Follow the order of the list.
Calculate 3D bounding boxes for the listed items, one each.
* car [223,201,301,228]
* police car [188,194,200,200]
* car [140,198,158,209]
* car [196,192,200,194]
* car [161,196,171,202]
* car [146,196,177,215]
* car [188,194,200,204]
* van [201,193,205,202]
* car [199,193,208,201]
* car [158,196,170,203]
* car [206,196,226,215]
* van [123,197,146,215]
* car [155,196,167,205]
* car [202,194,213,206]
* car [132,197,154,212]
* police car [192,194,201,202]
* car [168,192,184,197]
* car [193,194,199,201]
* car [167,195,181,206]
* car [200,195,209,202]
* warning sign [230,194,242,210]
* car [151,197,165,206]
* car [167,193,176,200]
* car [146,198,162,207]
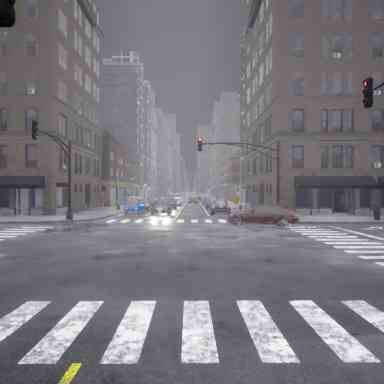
[{"bbox_3d":[4.697,1.526,21.853,4.674,1.442,1.812,0,1,18],"label":"car"},{"bbox_3d":[0.567,1.415,95.408,1.930,1.638,5.238,0,0,-16],"label":"police car"},{"bbox_3d":[-5.722,1.569,44.750,1.947,1.339,4.313,0,0,0],"label":"car"},{"bbox_3d":[0.224,1.292,72.961,1.882,1.535,5.008,0,0,0],"label":"car"},{"bbox_3d":[-5.634,1.544,73.091,1.887,1.381,4.507,0,0,0],"label":"car"},{"bbox_3d":[-3.003,1.494,33.555,2.128,1.511,4.902,0,0,0],"label":"car"},{"bbox_3d":[0.193,1.603,62.987,1.895,1.301,4.718,0,0,0],"label":"car"},{"bbox_3d":[2.838,1.344,56.066,1.690,1.788,3.998,0,0,0],"label":"van"},{"bbox_3d":[2.926,1.310,84.412,2.192,1.841,5.009,0,0,0],"label":"car"},{"bbox_3d":[-5.652,1.567,67.423,1.947,1.339,4.313,0,0,0],"label":"car"},{"bbox_3d":[2.768,1.442,33.389,1.967,1.590,4.097,0,0,0],"label":"car"},{"bbox_3d":[-5.758,1.343,33.413,1.690,1.788,3.998,0,0,0],"label":"van"},{"bbox_3d":[-5.670,1.527,61.585,1.752,1.417,4.829,0,0,0],"label":"car"},{"bbox_3d":[2.803,1.443,44.727,1.967,1.590,4.097,0,0,0],"label":"car"},{"bbox_3d":[-5.740,1.443,39.082,1.967,1.590,4.097,0,0,0],"label":"car"},{"bbox_3d":[1.040,1.422,79.485,1.930,1.638,5.238,0,0,-1],"label":"police car"},{"bbox_3d":[-2.920,1.225,54.530,2.150,2.045,5.566,0,0,0],"label":"car"},{"bbox_3d":[1.062,1.448,89.580,1.801,1.575,5.366,0,0,0],"label":"car"},{"bbox_3d":[-2.966,1.495,43.800,2.128,1.511,4.902,0,0,0],"label":"car"},{"bbox_3d":[2.909,1.437,78.743,1.967,1.590,4.097,0,0,0],"label":"car"},{"bbox_3d":[5.188,1.118,39.376,1.300,1.860,1.060,0,0,0],"label":"warning sign"},{"bbox_3d":[-5.687,1.569,56.087,1.947,1.339,4.313,0,0,0],"label":"car"},{"bbox_3d":[-5.582,1.307,90.096,2.192,1.841,5.009,0,0,0],"label":"car"},{"bbox_3d":[-5.705,1.585,50.418,1.802,1.307,4.206,0,0,0],"label":"car"}]
